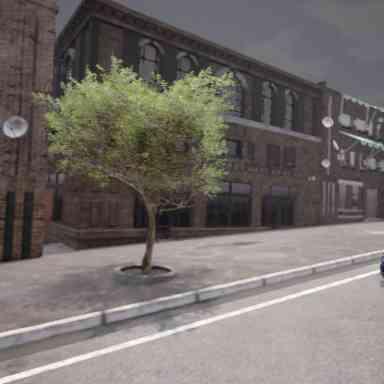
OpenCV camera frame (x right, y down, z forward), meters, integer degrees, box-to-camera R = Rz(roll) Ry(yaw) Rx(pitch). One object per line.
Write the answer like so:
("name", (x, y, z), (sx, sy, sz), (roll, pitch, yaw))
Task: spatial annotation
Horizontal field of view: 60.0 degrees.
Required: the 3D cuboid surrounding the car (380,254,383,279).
("car", (6.627, 1.486, 8.409), (4.674, 1.442, 1.812), (0, 0, -35))
